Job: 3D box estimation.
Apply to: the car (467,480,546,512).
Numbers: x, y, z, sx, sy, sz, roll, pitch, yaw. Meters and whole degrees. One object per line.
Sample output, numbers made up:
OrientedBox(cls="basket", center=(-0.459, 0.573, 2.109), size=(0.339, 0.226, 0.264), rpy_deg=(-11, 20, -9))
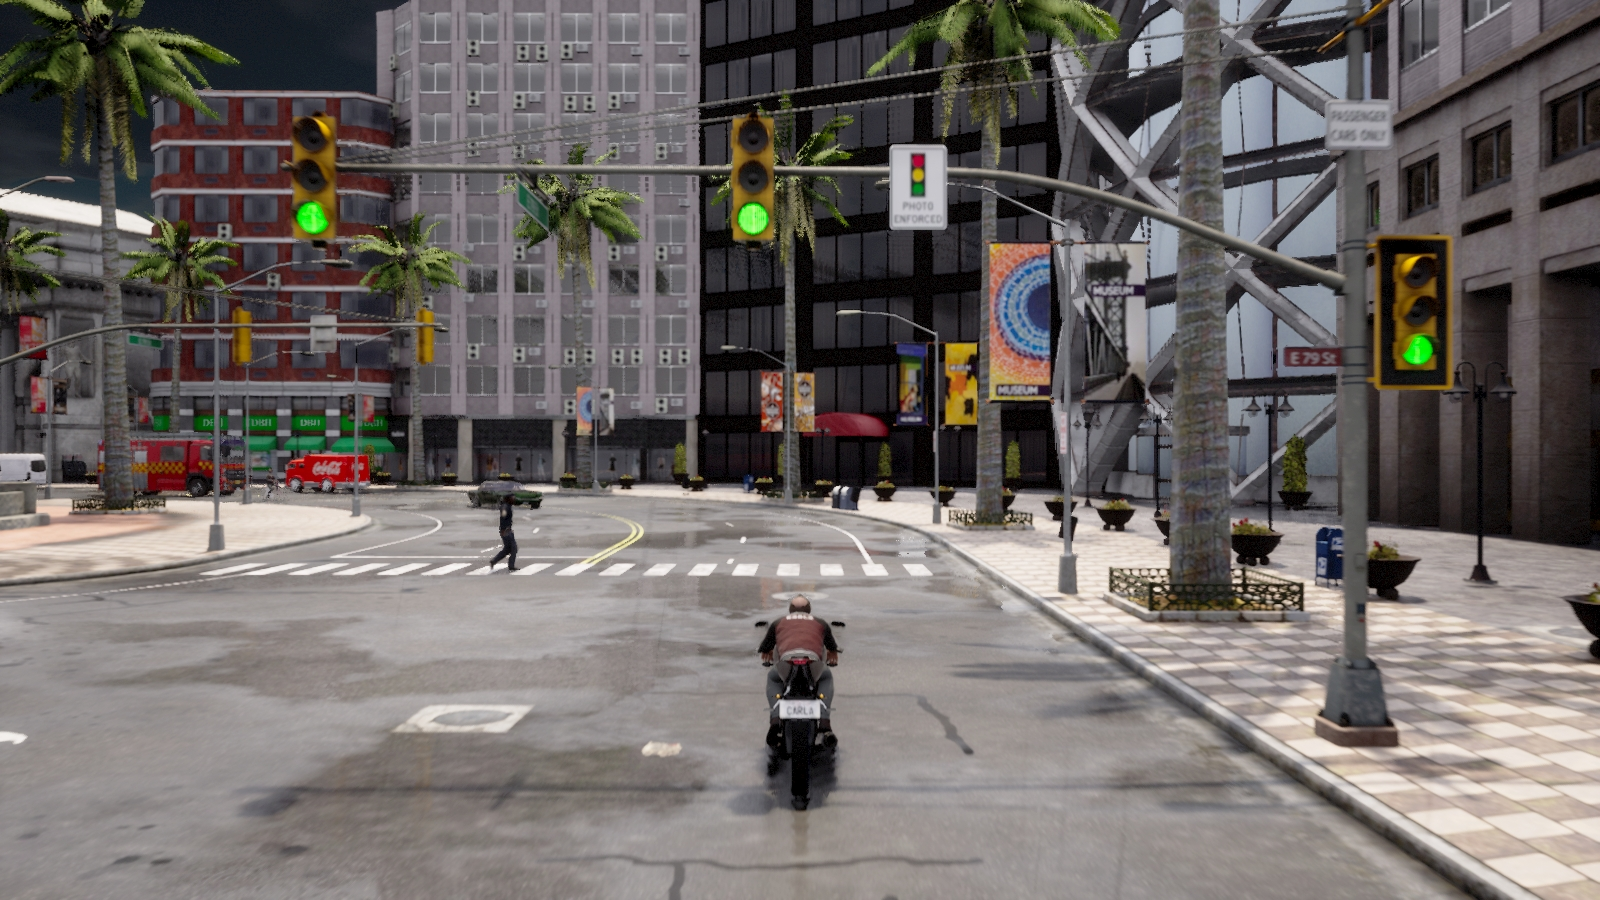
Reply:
OrientedBox(cls="car", center=(-14.046, 2.151, 54.454), size=(1.895, 1.301, 4.718), rpy_deg=(0, 0, -39))

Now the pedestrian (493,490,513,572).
OrientedBox(cls="pedestrian", center=(-6.804, 1.847, 26.201), size=(0.375, 1.860, 0.375), rpy_deg=(0, 0, -4))

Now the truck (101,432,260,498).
OrientedBox(cls="truck", center=(-37.427, 0.886, 69.108), size=(8.468, 3.827, 2.891), rpy_deg=(0, 0, 10))

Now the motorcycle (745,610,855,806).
OrientedBox(cls="motorcycle", center=(0.000, 2.204, 10.174), size=(0.867, 1.251, 2.209), rpy_deg=(0, 0, 0))
